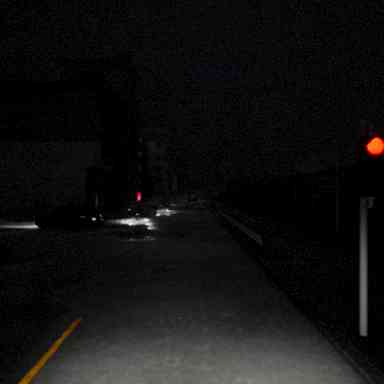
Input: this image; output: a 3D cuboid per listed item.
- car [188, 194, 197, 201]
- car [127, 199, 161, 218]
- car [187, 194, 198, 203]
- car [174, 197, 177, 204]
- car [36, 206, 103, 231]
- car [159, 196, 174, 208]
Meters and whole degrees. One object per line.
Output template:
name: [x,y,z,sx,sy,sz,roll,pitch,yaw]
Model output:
car: [0.078,1.247,76.929,1.882,1.535,5.008,0,0,0]
car: [-4.443,1.576,30.426,1.895,1.301,4.718,0,0,5]
car: [0.069,1.437,66.509,2.128,1.511,4.902,0,0,0]
car: [-3.978,1.512,63.441,1.994,1.385,4.181,0,0,0]
car: [-7.515,1.547,20.315,4.181,1.385,1.994,0,0,28]
car: [-4.038,1.562,46.863,1.895,1.301,4.718,0,0,0]
